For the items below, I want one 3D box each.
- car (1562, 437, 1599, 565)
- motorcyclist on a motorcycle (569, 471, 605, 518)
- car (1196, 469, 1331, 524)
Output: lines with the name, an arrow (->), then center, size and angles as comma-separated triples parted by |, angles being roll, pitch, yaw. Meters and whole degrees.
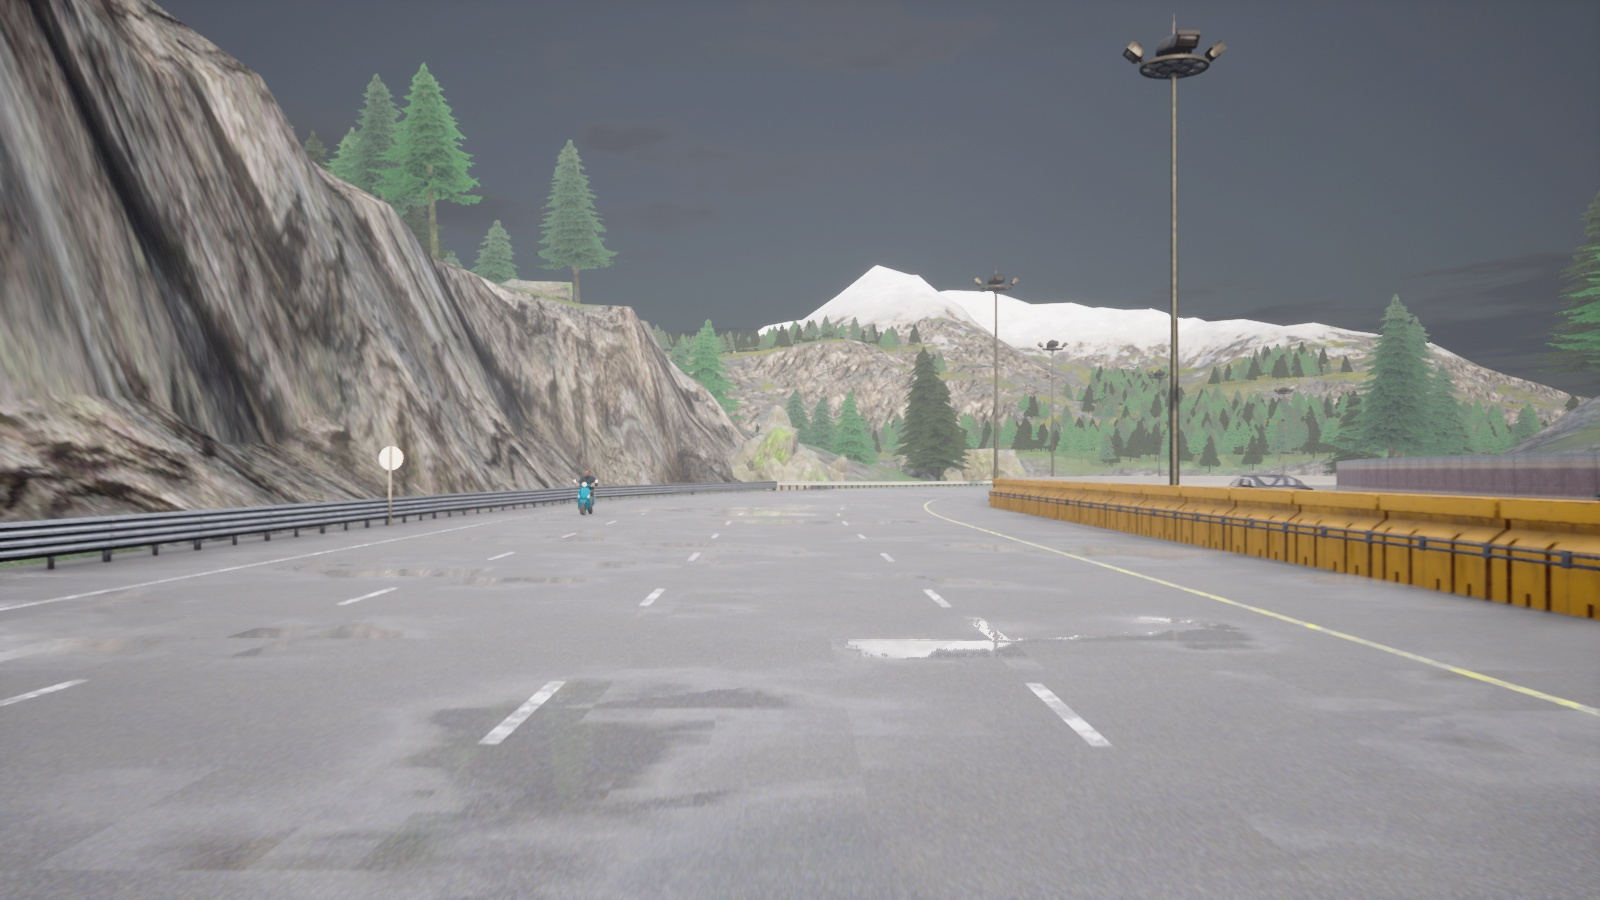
car -> 13.919, 0.782, 18.318 | 2.150, 2.045, 5.566 | 0, -1, -1
motorcyclist on a motorcycle -> -7.341, 1.519, 43.326 | 0.866, 1.590, 1.817 | 0, -1, 2
car -> 13.636, 1.337, 37.273 | 2.128, 1.511, 4.902 | 0, -1, -1
